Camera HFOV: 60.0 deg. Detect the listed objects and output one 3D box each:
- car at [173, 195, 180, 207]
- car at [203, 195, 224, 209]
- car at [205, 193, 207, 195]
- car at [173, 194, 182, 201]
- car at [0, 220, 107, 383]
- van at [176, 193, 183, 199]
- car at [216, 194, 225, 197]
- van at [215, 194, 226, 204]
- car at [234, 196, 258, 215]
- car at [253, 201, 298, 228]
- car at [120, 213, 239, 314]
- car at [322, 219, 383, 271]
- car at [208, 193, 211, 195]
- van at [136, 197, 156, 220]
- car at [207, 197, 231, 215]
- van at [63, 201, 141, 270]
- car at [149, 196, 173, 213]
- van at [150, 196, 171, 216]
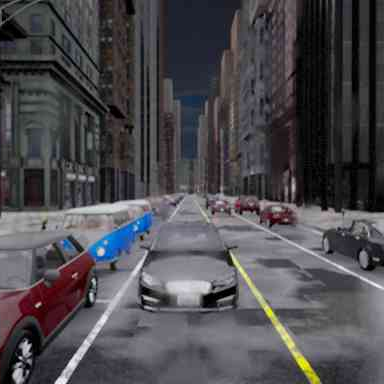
[{"bbox_3d":[-3.216,1.497,50.029,1.887,1.381,4.507,0,0,-1],"label":"car"},{"bbox_3d":[2.679,1.460,43.791,1.837,1.490,4.892,0,0,0],"label":"car"},{"bbox_3d":[5.009,1.493,83.934,2.008,1.369,4.403,0,0,-1],"label":"car"},{"bbox_3d":[-3.316,1.514,61.301,1.947,1.339,4.313,0,0,-1],"label":"car"},{"bbox_3d":[-2.816,1.433,4.938,1.967,1.590,4.097,0,0,-1],"label":"car"},{"bbox_3d":[-3.416,1.286,72.574,1.690,1.788,3.998,0,0,-1],"label":"van"},{"bbox_3d":[5.257,1.475,55.923,1.752,1.417,4.829,0,0,-1],"label":"car"},{"bbox_3d":[5.208,1.289,61.389,1.690,1.788,3.998,0,0,-1],"label":"van"},{"bbox_3d":[5.458,1.277,33.209,2.192,1.841,5.009,0,0,-1],"label":"car"},{"bbox_3d":[5.559,1.518,21.937,1.887,1.381,4.507,0,0,-1],"label":"car"},{"bbox_3d":[-0.077,1.481,7.830,2.128,1.511,4.902,0,0,0],"label":"car"},{"bbox_3d":[5.658,1.536,10.666,2.008,1.369,4.403,0,0,-1],"label":"car"},{"bbox_3d":[5.109,1.385,72.662,1.967,1.590,4.097,0,0,-1],"label":"car"},{"bbox_3d":[-2.916,1.320,16.210,1.690,1.788,3.998,0,0,-1],"label":"van"},{"bbox_3d":[2.787,1.488,33.367,1.812,1.442,4.674,0,0,0],"label":"car"},{"bbox_3d":[-2.867,1.327,10.574,1.690,1.788,3.998,0,0,-1],"label":"van"},{"bbox_3d":[-3.016,1.282,27.482,2.192,1.841,5.009,0,0,-1],"label":"car"},{"bbox_3d":[-3.066,1.304,33.118,1.690,1.788,3.998,0,0,-1],"label":"van"}]
